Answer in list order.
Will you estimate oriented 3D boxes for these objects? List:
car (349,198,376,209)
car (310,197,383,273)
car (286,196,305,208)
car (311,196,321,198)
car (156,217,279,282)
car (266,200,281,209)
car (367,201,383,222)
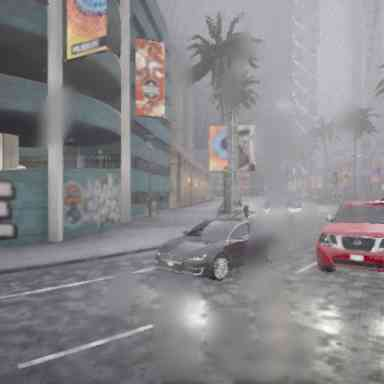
[{"bbox_3d":[26.123,1.670,51.117,2.231,1.521,4.892,0,0,8],"label":"car"},{"bbox_3d":[5.633,1.260,10.373,2.150,2.045,5.566,0,0,36],"label":"car"},{"bbox_3d":[16.061,1.740,52.437,2.128,1.511,4.902,0,0,8],"label":"car"},{"bbox_3d":[29.973,1.705,80.238,2.185,1.767,4.553,0,0,8],"label":"car"},{"bbox_3d":[1.008,1.567,10.255,1.837,1.490,4.892,0,0,40],"label":"car"},{"bbox_3d":[12.154,1.852,49.738,1.895,1.301,4.718,0,0,8],"label":"car"},{"bbox_3d":[16.225,1.568,27.350,1.882,1.535,5.008,0,0,10],"label":"car"}]
